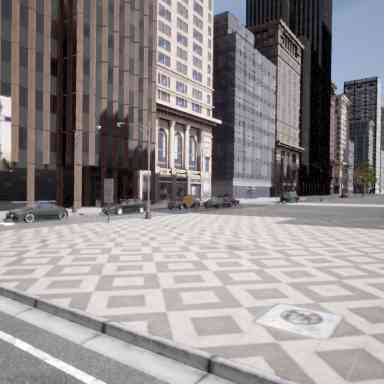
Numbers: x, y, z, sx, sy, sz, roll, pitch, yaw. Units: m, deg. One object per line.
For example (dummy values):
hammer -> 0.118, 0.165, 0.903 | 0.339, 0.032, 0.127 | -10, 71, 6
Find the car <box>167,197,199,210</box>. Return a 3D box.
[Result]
car -> -1.002, 1.344, 39.689 | 1.837, 1.490, 4.892 | 1, 1, 35

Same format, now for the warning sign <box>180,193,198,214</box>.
warning sign -> -0.256, 1.080, 30.676 | 1.300, 1.860, 1.060 | 1, 1, 35

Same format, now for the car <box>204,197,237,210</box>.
car -> 3.222, 1.408, 40.130 | 1.812, 1.442, 4.674 | 1, 1, 35

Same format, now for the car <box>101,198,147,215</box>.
car -> -6.449, 1.381, 31.996 | 1.837, 1.490, 4.892 | 1, 1, 35

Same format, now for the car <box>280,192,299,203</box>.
car -> 17.884, 0.986, 60.832 | 2.150, 2.045, 5.566 | 1, 0, 34

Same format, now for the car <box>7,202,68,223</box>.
car -> -11.460, 1.474, 24.918 | 1.994, 1.385, 4.181 | 1, 1, 35

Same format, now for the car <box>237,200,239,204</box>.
car -> 4.954, 1.399, 48.044 | 1.895, 1.301, 4.718 | 1, 1, 36
